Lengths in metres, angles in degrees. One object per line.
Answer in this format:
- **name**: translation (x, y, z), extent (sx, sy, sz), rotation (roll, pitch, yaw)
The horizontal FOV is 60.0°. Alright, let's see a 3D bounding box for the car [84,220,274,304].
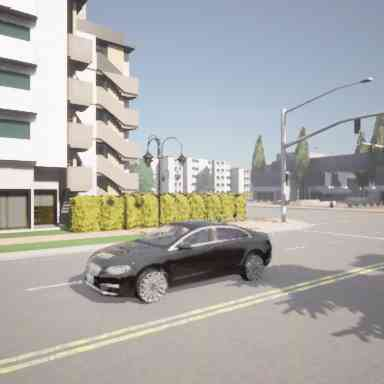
- **car**: translation (-0.097, 1.490, 8.225), extent (4.902, 1.511, 2.128), rotation (0, 0, -36)
